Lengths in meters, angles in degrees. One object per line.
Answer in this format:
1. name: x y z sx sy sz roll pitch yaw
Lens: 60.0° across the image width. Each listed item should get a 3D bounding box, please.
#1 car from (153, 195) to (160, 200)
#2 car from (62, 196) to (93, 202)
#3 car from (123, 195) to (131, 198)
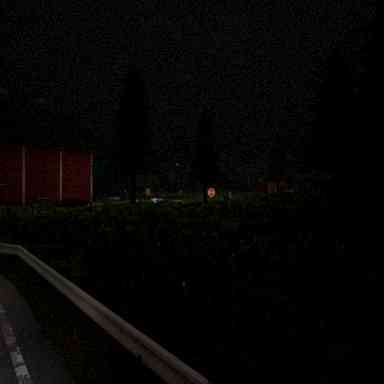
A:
1. car: -5.025 1.589 51.206 1.994 1.385 4.181 0 0 33
2. car: -15.406 1.504 41.933 1.882 1.535 5.008 0 0 33
3. car: -16.817 1.530 89.679 1.816 1.474 4.193 0 0 33
